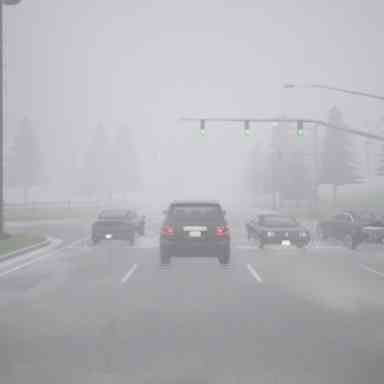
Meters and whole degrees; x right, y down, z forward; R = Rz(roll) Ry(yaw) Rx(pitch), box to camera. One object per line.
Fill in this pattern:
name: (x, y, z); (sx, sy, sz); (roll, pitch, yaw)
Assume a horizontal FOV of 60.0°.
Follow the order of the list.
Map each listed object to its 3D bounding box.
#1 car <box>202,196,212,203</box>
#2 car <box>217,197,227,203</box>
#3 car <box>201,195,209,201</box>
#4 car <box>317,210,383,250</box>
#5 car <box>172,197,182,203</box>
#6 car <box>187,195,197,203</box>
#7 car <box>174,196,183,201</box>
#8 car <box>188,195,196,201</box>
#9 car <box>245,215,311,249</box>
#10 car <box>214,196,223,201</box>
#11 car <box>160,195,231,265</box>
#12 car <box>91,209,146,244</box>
car: (3.490, 1.801, 78.045); (2.128, 1.511, 4.902); (0, 0, 0)
car: (6.990, 1.830, 78.429); (1.994, 1.385, 4.181); (0, 0, 0)
car: (3.488, 1.632, 88.466); (1.882, 1.535, 5.008); (0, 0, 0)
car: (7.094, 1.546, 14.536); (2.128, 1.511, 4.902); (0, 0, 0)
car: (-3.510, 1.815, 78.044); (2.033, 1.411, 5.357); (0, 0, 0)
car: (-0.010, 1.633, 78.432); (2.097, 1.767, 4.553); (0, 0, 0)
car: (-3.512, 1.694, 88.465); (2.033, 1.411, 5.357); (0, 0, 0)
car: (-0.012, 1.679, 88.465); (2.128, 1.511, 4.902); (0, 0, 0)
car: (3.595, 1.656, 14.897); (1.895, 1.301, 4.718); (0, 0, 0)
car: (6.988, 1.707, 88.466); (1.994, 1.385, 4.181); (0, 0, 0)
car: (0.095, 1.267, 12.015); (2.150, 2.045, 5.566); (0, 0, 0)
car: (-3.404, 1.563, 16.014); (1.837, 1.490, 4.892); (0, 0, 0)
